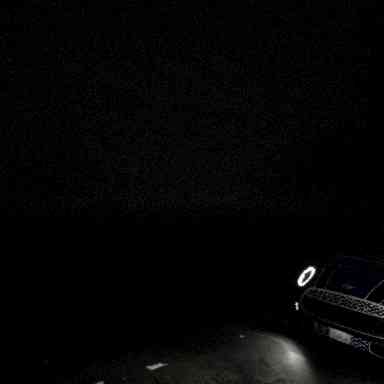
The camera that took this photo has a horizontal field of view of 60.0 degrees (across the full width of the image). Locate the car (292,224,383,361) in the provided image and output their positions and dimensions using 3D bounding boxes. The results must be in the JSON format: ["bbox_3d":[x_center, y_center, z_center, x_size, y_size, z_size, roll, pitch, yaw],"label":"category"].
[{"bbox_3d":[3.828,1.359,5.804,4.553,1.767,2.097,0,0,-36],"label":"car"}]
